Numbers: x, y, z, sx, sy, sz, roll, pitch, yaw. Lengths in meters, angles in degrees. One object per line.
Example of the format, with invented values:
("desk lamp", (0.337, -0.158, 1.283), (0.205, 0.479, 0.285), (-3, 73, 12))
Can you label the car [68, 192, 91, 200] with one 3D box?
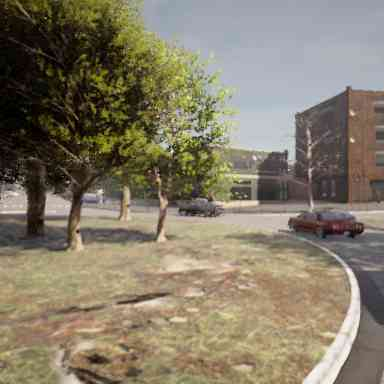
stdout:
("car", (-30.559, 1.145, 90.409), (5.566, 2.045, 2.435), (0, 0, -24))

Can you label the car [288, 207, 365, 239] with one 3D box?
("car", (7.115, 1.727, 18.293), (1.895, 1.301, 4.718), (0, 0, -10))

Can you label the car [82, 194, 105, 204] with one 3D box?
("car", (-19.379, 1.647, 64.958), (4.792, 1.488, 2.163), (0, 0, -24))

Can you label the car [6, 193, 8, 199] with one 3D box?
("car", (-48.545, 1.298, 81.250), (5.008, 1.535, 2.097), (0, 0, -24))

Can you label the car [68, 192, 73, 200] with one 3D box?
("car", (-29.197, 1.421, 87.837), (5.366, 1.575, 1.946), (0, 0, -24))

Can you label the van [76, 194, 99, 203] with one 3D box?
("van", (-22.813, 1.352, 72.561), (4.442, 1.987, 1.878), (0, 0, -24))

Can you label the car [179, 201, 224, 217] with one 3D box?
("car", (0.882, 1.677, 33.170), (4.902, 1.511, 2.128), (0, 0, 35))

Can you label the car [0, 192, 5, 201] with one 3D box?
("car", (-45.230, 1.121, 73.669), (5.566, 2.045, 2.435), (0, 0, -24))
